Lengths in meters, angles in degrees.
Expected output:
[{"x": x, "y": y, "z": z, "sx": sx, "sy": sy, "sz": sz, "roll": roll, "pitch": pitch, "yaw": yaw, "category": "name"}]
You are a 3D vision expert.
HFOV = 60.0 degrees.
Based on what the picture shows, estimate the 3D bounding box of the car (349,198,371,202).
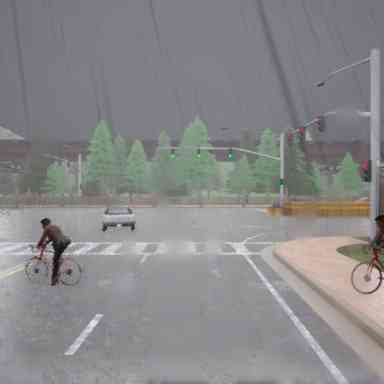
[{"x": 22.155, "y": 1.478, "z": 42.759, "sx": 5.008, "sy": 1.535, "sz": 1.882, "roll": 0, "pitch": 0, "yaw": -1, "category": "car"}]

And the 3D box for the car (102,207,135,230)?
[{"x": -4.735, "y": 1.601, "z": 21.130, "sx": 1.895, "sy": 1.301, "sz": 4.718, "roll": 0, "pitch": 0, "yaw": -15, "category": "car"}]

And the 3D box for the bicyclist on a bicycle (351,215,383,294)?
[{"x": 4.062, "y": 1.302, "z": 6.868, "sx": 1.656, "sy": 1.620, "sz": 0.582, "roll": 0, "pitch": 0, "yaw": -5, "category": "bicyclist on a bicycle"}]

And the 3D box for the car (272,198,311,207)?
[{"x": 12.752, "y": 1.505, "z": 42.608, "sx": 4.892, "sy": 1.490, "sz": 1.837, "roll": 0, "pitch": 0, "yaw": -1, "category": "car"}]

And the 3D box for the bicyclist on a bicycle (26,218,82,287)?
[{"x": -3.371, "y": 1.455, "z": 8.015, "sx": 1.656, "sy": 1.620, "sz": 0.582, "roll": -2, "pitch": -1, "yaw": 18, "category": "bicyclist on a bicycle"}]
